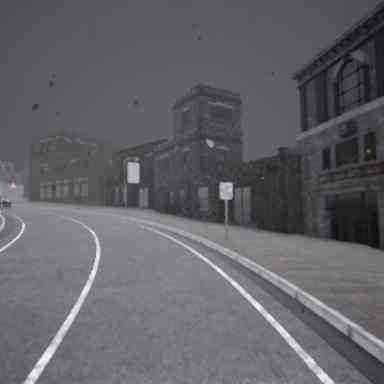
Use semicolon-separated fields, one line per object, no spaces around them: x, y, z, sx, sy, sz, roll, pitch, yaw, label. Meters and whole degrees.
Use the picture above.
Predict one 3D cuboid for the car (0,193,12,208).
-22.114;0.857;37.427;4.553;1.767;2.097;2;-2;40;car
